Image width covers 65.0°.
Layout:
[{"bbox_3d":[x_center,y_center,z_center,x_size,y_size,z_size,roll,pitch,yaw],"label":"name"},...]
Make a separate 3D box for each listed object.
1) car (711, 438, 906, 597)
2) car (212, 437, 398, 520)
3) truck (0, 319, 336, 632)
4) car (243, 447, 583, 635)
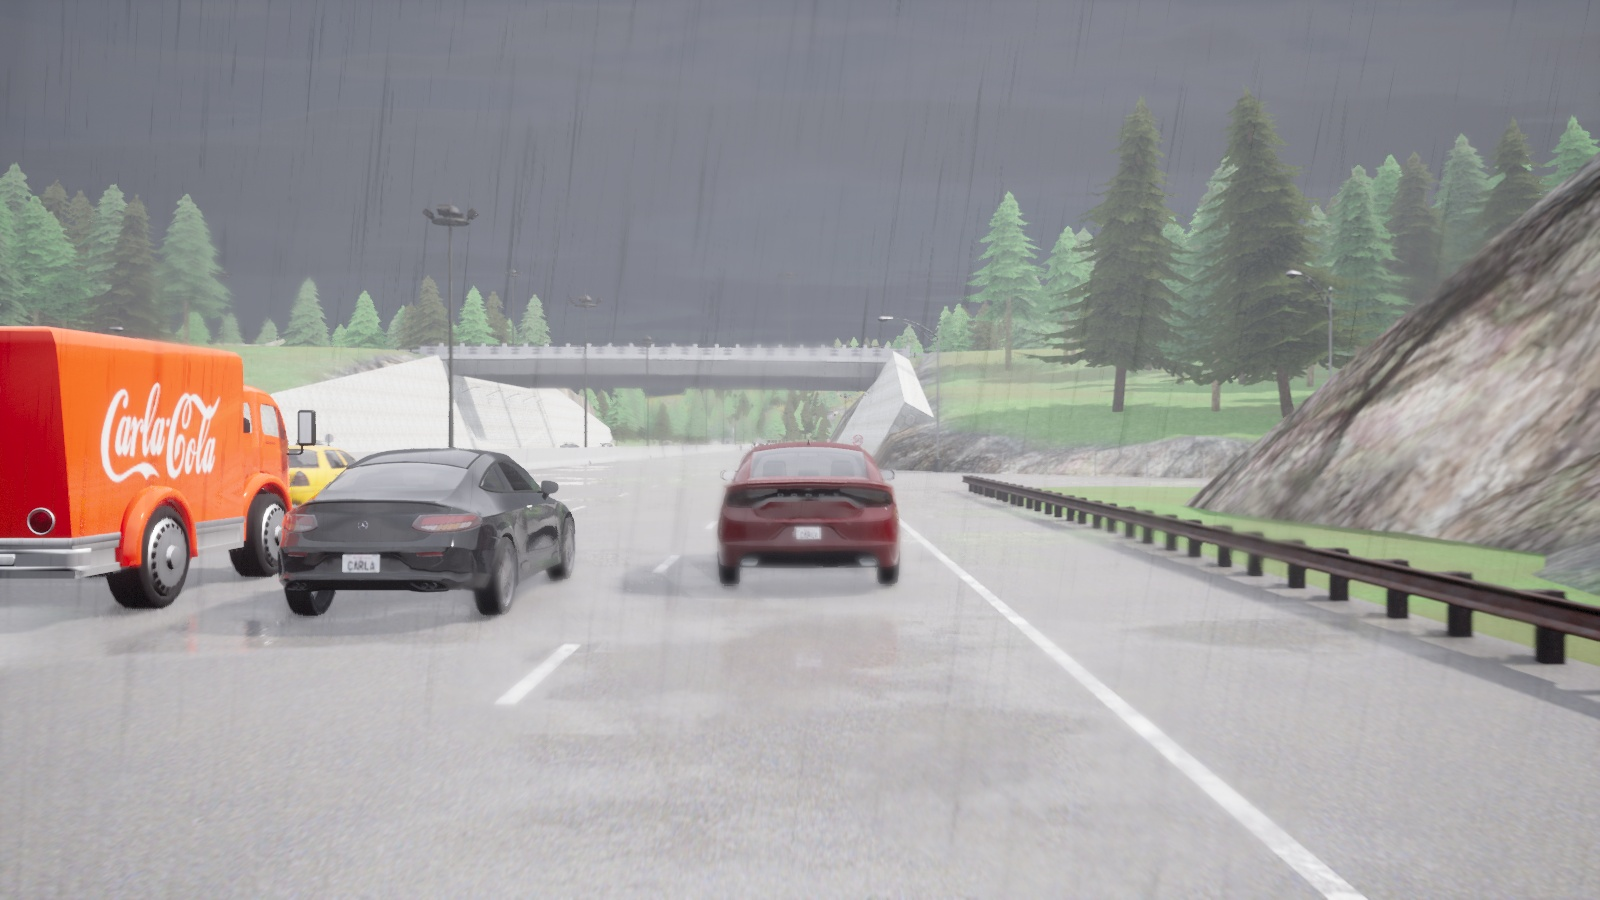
[{"bbox_3d":[0.099,0.642,14.640,1.882,1.535,5.008,0,0,0],"label":"car"},{"bbox_3d":[-10.333,0.527,26.706,1.801,1.575,5.366,0,0,0],"label":"car"},{"bbox_3d":[-6.913,0.184,12.507,2.627,2.467,5.204,0,0,0],"label":"truck"},{"bbox_3d":[-3.416,0.701,12.112,1.812,1.442,4.674,0,0,0],"label":"car"}]
